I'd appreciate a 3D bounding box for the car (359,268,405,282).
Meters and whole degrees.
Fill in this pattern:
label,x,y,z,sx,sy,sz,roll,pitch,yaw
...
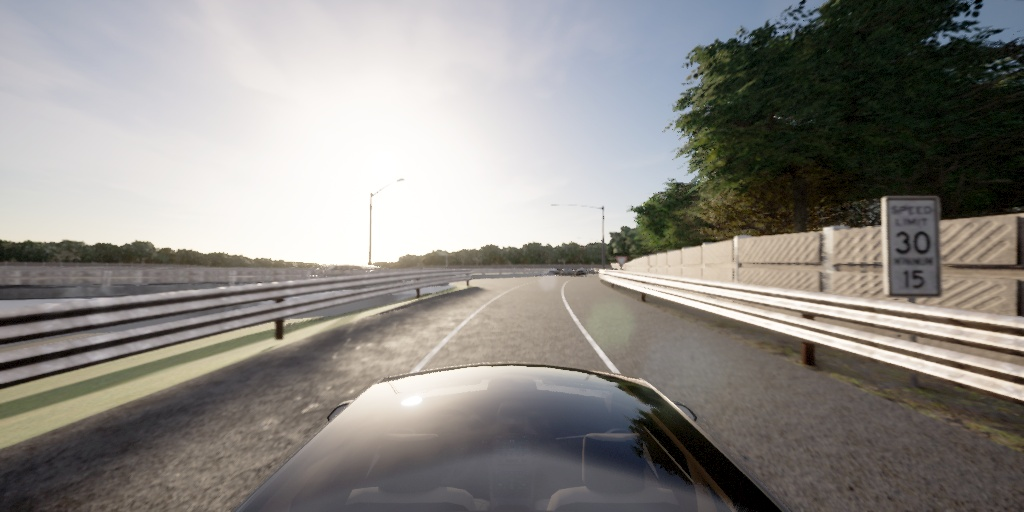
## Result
label,x,y,z,sx,sy,sz,roll,pitch,yaw
car,-14.021,2.046,38.761,1.994,1.385,4.181,-1,-3,43

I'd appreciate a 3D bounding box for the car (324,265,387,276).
label,x,y,z,sx,sy,sz,roll,pitch,yaw
car,-13.137,1.531,29.731,4.553,1.767,2.097,2,-3,-44
